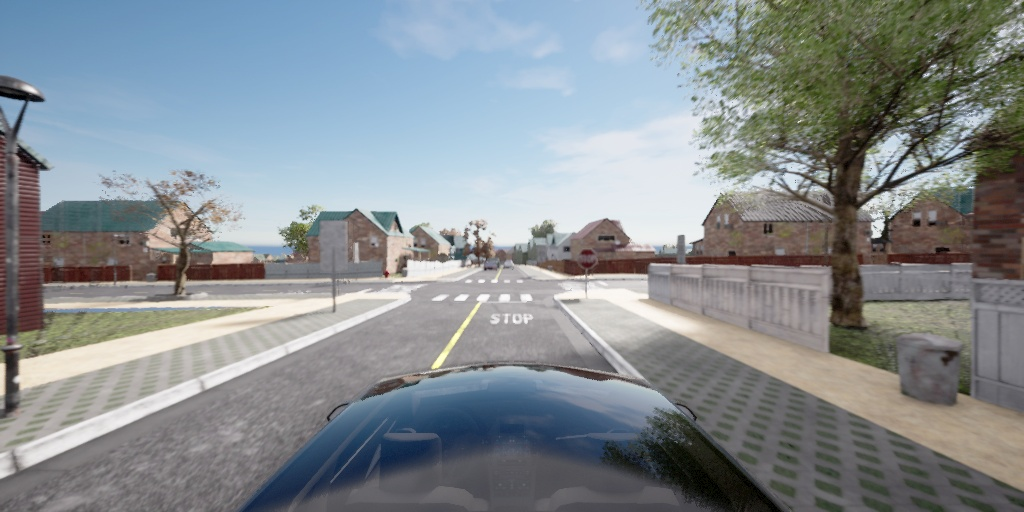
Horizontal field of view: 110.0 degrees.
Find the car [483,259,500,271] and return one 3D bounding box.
[{"bbox_3d":[-3.188,1.534,53.427,1.994,1.385,4.181,0,0,-1],"label":"car"}]
